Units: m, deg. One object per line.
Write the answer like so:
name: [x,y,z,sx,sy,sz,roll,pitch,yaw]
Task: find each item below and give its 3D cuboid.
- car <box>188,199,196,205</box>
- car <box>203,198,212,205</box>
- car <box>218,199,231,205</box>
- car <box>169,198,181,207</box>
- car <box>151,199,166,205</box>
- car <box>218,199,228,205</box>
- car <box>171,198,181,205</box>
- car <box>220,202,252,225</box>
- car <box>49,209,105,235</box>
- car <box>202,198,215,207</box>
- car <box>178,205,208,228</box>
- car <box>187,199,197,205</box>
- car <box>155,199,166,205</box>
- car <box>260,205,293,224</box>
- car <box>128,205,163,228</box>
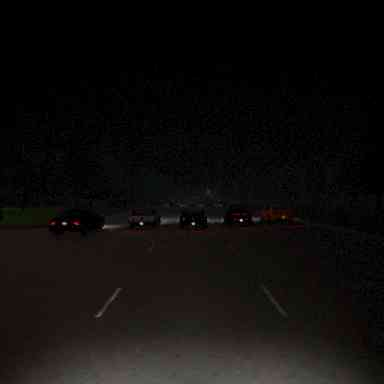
car: [-0.029,2.275,75.084,1.895,1.301,4.718,0,-1,0]
car: [3.471,2.179,75.057,1.837,1.490,4.892,0,-1,0]
car: [6.974,2.289,65.886,2.033,1.411,5.357,0,-1,0]
car: [-3.526,2.344,65.912,1.895,1.301,4.718,0,-1,0]
car: [-7.026,2.104,66.653,2.097,1.767,4.553,0,-1,0]
car: [6.971,2.232,75.057,1.994,1.385,4.181,0,-1,0]
car: [-3.529,2.205,75.054,2.128,1.511,4.902,0,-1,0]
car: [3.589,1.809,26.697,1.837,1.490,4.892,0,0,0]
car: [-6.908,1.780,20.515,2.033,1.411,5.357,0,-1,0]
car: [3.474,2.344,65.914,1.895,1.301,4.718,0,-1,0]
car: [0.090,1.881,24.692,1.895,1.301,4.718,0,-1,0]
car: [-0.026,2.273,66.300,1.812,1.442,4.674,0,-1,0]
car: [-7.029,2.232,75.052,1.994,1.385,4.181,0,-1,0]
car: [7.089,1.797,28.257,1.882,1.535,5.008,0,0,0]
car: [-3.410,1.881,24.690,1.895,1.301,4.718,0,-1,0]
